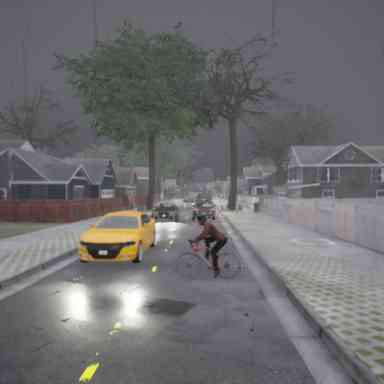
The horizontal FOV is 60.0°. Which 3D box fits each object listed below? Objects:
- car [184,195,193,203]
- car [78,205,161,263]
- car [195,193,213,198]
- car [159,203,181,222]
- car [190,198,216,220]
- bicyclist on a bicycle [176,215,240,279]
[{"bbox_3d":[-0.583,1.438,65.213,1.837,1.490,4.892,0,0,3],"label":"car"},{"bbox_3d":[-2.479,1.468,12.090,1.882,1.535,5.008,0,0,2],"label":"car"},{"bbox_3d":[1.559,1.183,43.729,2.150,2.045,5.566,0,0,2],"label":"car"},{"bbox_3d":[-1.974,1.543,26.115,1.994,1.385,4.181,0,0,2],"label":"car"},{"bbox_3d":[1.013,1.503,27.732,1.812,1.442,4.674,0,0,2],"label":"car"},{"bbox_3d":[0.406,1.424,8.481,1.656,1.620,0.582,0,0,2],"label":"bicyclist on a bicycle"}]
